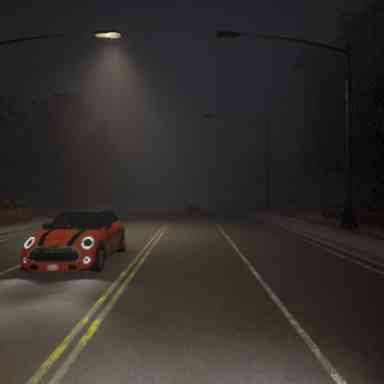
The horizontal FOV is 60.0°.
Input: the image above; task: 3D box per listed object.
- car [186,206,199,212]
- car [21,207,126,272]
[{"bbox_3d":[0.102,2.860,49.328,2.128,1.511,4.902,0,-10,0],"label":"car"},{"bbox_3d":[-3.579,1.359,10.837,2.097,1.767,4.553,0,0,0],"label":"car"}]
